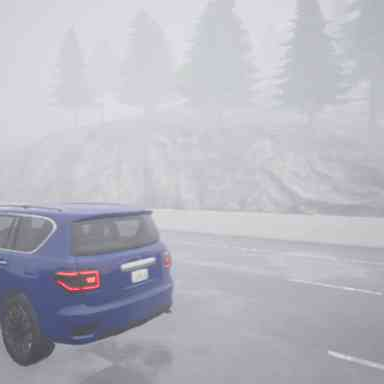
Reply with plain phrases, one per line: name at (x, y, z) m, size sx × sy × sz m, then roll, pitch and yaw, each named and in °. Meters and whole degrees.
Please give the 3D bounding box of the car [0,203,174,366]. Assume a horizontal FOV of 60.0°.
car at (-2.882, 1.221, 6.046) m, size 5.566 × 2.045 × 2.150 m, roll 0°, pitch 0°, yaw 36°
